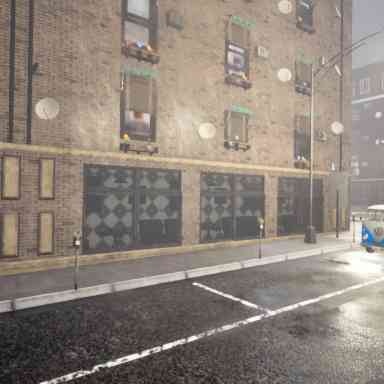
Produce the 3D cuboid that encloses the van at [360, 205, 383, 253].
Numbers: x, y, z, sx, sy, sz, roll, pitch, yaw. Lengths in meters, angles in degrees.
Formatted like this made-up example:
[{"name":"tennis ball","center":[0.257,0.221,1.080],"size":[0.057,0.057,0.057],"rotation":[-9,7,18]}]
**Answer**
[{"name":"van","center":[7.819,1.345,12.229],"size":[3.998,1.788,1.690],"rotation":[0,1,-36]}]
